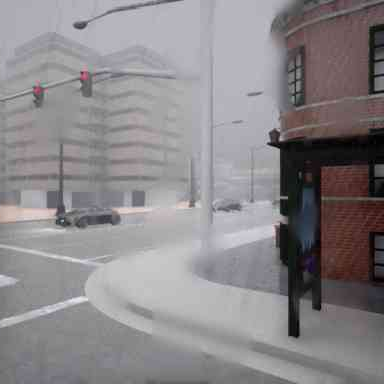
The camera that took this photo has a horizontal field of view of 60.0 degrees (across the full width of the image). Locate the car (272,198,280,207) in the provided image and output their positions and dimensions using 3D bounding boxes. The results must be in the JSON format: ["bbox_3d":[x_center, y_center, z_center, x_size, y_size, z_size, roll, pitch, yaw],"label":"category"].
[{"bbox_3d":[13.804,1.396,50.492,1.882,1.535,5.008,0,0,35],"label":"car"}]

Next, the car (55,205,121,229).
[{"bbox_3d":[-6.677,1.563,21.720,1.994,1.385,4.181,0,0,35],"label":"car"}]

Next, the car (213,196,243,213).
[{"bbox_3d":[3.877,1.491,36.625,2.128,1.511,4.902,0,0,35],"label":"car"}]
